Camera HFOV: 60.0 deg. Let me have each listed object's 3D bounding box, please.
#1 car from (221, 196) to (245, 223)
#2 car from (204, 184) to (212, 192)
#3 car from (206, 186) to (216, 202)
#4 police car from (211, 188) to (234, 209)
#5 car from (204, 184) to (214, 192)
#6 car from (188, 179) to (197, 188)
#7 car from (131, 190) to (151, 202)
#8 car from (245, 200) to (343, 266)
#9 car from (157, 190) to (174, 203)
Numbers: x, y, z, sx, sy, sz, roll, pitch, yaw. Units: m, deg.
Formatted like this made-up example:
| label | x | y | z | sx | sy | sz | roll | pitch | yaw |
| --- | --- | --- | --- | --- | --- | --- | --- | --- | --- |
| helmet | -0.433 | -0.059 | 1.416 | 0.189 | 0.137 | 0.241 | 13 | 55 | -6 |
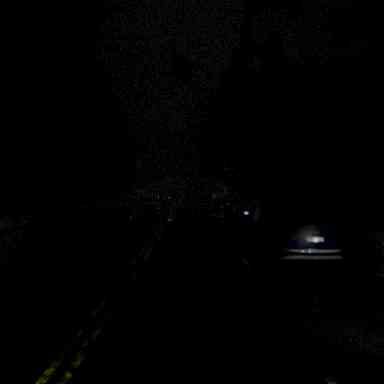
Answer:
| label | x | y | z | sx | sy | sz | roll | pitch | yaw |
| --- | --- | --- | --- | --- | --- | --- | --- | --- | --- |
| car | 3.262 | 1.177 | 22.034 | 1.994 | 1.385 | 4.181 | 0 | 1 | 0 |
| car | 3.280 | -0.116 | 54.982 | 1.882 | 1.535 | 5.008 | 0 | 3 | 0 |
| car | 3.274 | 0.403 | 44.006 | 2.033 | 1.649 | 4.856 | 0 | 3 | 0 |
| police car | 3.268 | 0.772 | 33.136 | 1.930 | 1.638 | 5.238 | 0 | 2 | 0 |
| car | 3.286 | -0.823 | 65.958 | 1.837 | 1.490 | 4.892 | 0 | 4 | 0 |
| car | 0.041 | -1.651 | 76.449 | 1.812 | 1.442 | 4.674 | 0 | 4 | 0 |
| car | -6.563 | 0.530 | 43.247 | 1.812 | 1.442 | 4.674 | 0 | 2 | 0 |
| car | 3.256 | 1.284 | 11.038 | 2.033 | 1.649 | 4.856 | 0 | 1 | 0 |
| car | -3.317 | 0.538 | 42.548 | 1.837 | 1.490 | 4.892 | 0 | 2 | 0 |
